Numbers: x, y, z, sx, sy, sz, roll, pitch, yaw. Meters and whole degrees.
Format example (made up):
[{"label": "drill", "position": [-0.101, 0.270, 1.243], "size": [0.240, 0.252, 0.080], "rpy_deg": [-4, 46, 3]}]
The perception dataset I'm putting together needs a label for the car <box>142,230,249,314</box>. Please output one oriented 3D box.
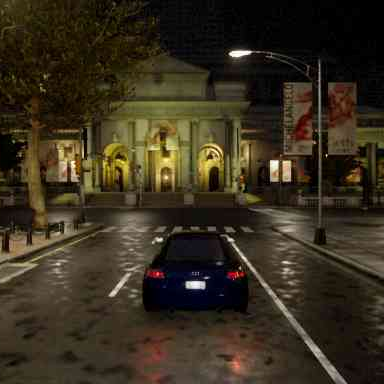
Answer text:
[{"label": "car", "position": [0.076, 1.564, 7.717], "size": [1.994, 1.385, 4.181], "rpy_deg": [0, 0, 0]}]
